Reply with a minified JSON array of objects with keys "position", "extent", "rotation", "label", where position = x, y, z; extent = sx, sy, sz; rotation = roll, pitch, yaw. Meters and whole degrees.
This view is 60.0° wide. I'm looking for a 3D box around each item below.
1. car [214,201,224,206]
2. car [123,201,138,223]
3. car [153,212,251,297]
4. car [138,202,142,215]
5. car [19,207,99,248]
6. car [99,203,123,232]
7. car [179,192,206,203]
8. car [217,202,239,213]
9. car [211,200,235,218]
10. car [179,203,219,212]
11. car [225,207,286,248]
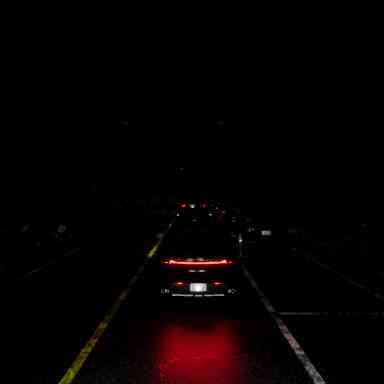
[{"position":[2.796,1.543,25.508],"extent":[1.887,1.381,4.507],"rotation":[-1,0,0],"label":"car"},{"position":[-5.729,1.549,25.523],"extent":[2.008,1.369,4.403],"rotation":[-1,0,0],"label":"car"},{"position":[0.117,1.503,8.528],"extent":[1.837,1.490,4.892],"rotation":[0,0,0],"label":"car"},{"position":[-5.719,1.544,31.029],"extent":[1.887,1.381,4.507],"rotation":[-1,0,0],"label":"car"},{"position":[-5.750,1.438,14.512],"extent":[1.967,1.590,4.097],"rotation":[-1,0,0],"label":"car"},{"position":[-5.739,1.564,20.018],"extent":[1.947,1.339,4.313],"rotation":[-1,0,0],"label":"car"},{"position":[0.050,1.220,28.511],"extent":[2.150,2.045,5.566],"rotation":[0,0,0],"label":"car"},{"position":[2.786,1.543,20.002],"extent":[1.887,1.381,4.507],"rotation":[-1,0,0],"label":"car"},{"position":[2.806,1.543,31.013],"extent":[1.887,1.381,4.507],"rotation":[-1,0,0],"label":"car"},{"position":[0.126,1.545,18.266],"extent":[2.033,1.411,5.357],"rotation":[0,0,0],"label":"car"},{"position":[2.776,1.564,14.497],"extent":[1.947,1.339,4.313],"rotation":[-1,0,0],"label":"car"}]
